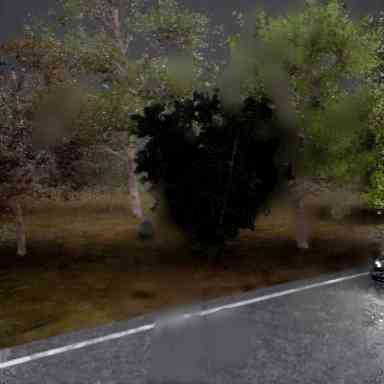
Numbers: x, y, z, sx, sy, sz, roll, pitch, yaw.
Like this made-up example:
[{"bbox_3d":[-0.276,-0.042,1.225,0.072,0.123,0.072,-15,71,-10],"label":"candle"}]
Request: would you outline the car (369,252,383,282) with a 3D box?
[{"bbox_3d":[6.677,1.502,8.129,5.357,1.411,2.033,0,1,-31],"label":"car"}]
